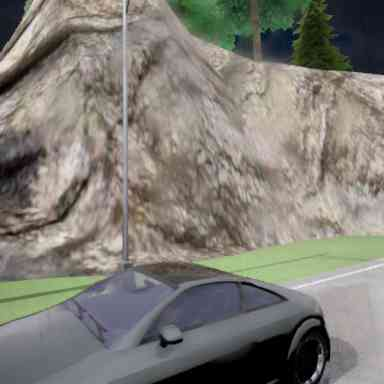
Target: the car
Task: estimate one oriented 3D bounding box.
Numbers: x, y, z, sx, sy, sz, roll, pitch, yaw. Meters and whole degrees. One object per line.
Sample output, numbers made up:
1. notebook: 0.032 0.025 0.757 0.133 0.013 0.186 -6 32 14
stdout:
1. car: -0.350 1.563 3.687 4.181 1.385 1.994 0 0 -36
